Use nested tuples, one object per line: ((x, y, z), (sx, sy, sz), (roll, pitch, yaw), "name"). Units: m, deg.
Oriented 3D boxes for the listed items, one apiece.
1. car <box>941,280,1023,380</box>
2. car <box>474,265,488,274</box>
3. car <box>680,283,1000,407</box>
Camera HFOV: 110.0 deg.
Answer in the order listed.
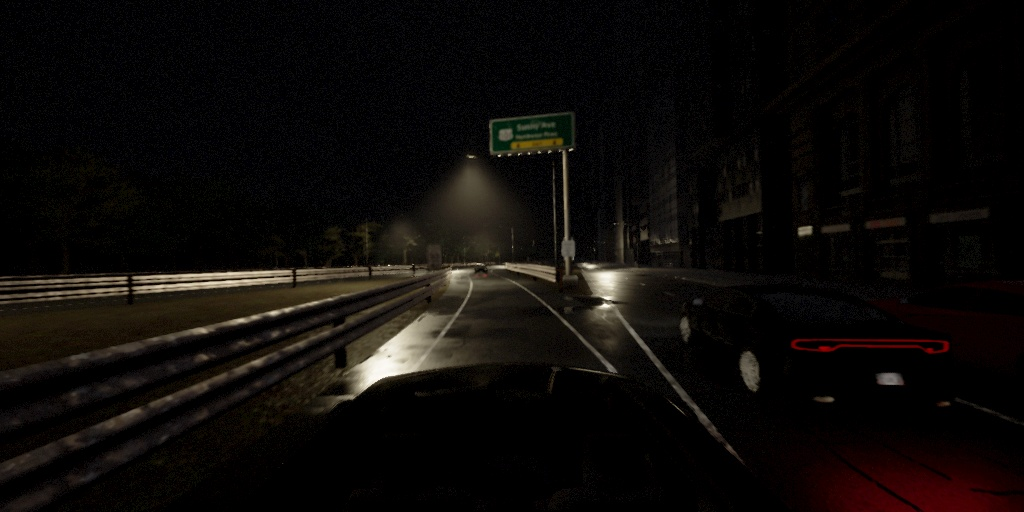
((7.979, 1.119, 5.750), (1.882, 1.535, 5.008), (-1, -1, 10), "car")
((-4.438, 1.883, 51.075), (1.895, 1.301, 4.718), (-1, -1, -6), "car")
((4.535, 1.209, 6.357), (1.882, 1.535, 5.008), (-1, -1, 10), "car")
